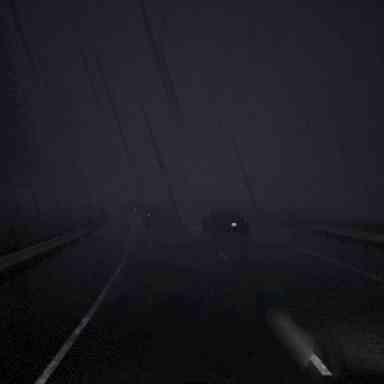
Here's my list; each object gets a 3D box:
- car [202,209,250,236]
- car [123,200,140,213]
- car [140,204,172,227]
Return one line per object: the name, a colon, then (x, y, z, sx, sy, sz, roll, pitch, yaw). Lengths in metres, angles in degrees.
car: (1.878, 1.694, 19.418, 1.994, 1.385, 4.181, 0, 0, -9)
car: (-7.389, 1.794, 41.163, 1.837, 1.490, 4.892, 0, -1, -19)
car: (-2.635, 1.698, 24.608, 1.812, 1.442, 4.674, 0, -1, -12)
